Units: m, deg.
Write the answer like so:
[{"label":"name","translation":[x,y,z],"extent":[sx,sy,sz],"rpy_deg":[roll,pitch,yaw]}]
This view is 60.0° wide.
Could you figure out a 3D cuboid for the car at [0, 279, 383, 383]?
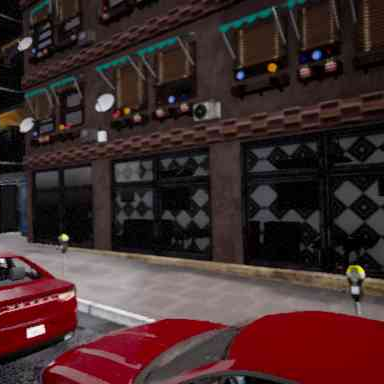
[{"label":"car","translation":[0.759,1.550,2.203],"extent":[4.507,1.381,1.887],"rpy_deg":[-1,-2,36]}]

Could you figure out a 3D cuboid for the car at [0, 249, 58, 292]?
[{"label":"car","translation":[-3.744,1.608,5.412],"extent":[4.507,1.381,1.887],"rpy_deg":[-1,-2,36]}]
